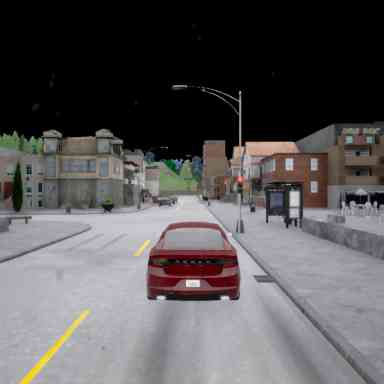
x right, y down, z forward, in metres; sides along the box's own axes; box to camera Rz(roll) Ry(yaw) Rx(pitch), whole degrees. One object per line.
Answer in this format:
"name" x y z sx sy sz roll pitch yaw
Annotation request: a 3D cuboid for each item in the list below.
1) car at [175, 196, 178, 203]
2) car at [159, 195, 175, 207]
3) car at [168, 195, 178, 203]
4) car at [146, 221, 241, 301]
"car" -4.072 1.601 61.273 1.895 1.301 4.718 0 0 0
"car" -4.110 1.505 51.968 1.837 1.490 4.892 0 0 0
"car" -4.015 1.500 71.640 1.837 1.490 4.892 0 0 0
"car" 0.048 1.478 8.396 1.882 1.535 5.008 0 0 1
